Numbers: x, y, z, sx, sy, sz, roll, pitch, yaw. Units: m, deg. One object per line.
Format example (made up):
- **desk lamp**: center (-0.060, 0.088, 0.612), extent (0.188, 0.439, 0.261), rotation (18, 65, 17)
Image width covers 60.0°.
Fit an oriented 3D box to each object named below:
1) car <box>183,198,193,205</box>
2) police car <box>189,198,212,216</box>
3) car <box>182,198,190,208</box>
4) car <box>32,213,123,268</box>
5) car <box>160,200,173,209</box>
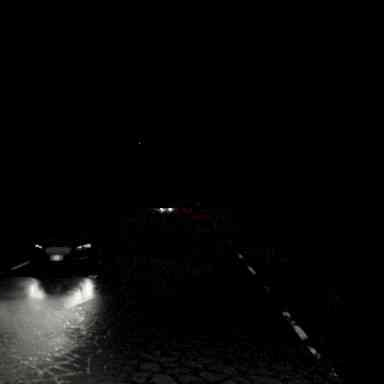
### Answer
- **car**: center (-0.853, 1.983, 69.705), extent (1.994, 1.385, 4.181), rotation (0, -1, -1)
- **police car**: center (0.994, 1.617, 35.256), extent (1.930, 1.638, 5.238), rotation (0, -1, -1)
- **car**: center (-0.519, 1.870, 54.327), extent (2.128, 1.511, 4.902), rotation (0, -1, -1)
- **car**: center (-3.634, 1.515, 11.368), extent (2.128, 1.511, 4.902), rotation (0, 0, 0)
- **car**: center (-4.091, 1.936, 53.633), extent (1.994, 1.385, 4.181), rotation (0, -1, -1)
